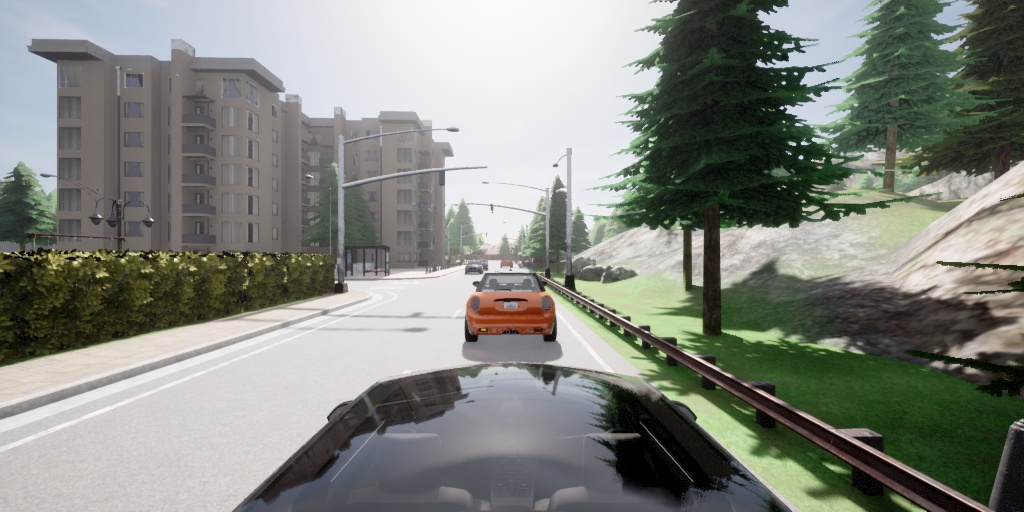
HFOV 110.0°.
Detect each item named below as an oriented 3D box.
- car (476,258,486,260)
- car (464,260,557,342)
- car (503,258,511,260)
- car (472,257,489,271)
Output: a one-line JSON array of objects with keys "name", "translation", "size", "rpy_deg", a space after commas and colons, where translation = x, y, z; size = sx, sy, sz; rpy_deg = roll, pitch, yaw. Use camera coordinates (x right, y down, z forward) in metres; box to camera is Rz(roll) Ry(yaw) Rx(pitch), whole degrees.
[{"name": "car", "translation": [-4.250, 1.255, 40.735], "size": [1.837, 1.490, 4.892], "rpy_deg": [0, 0, -1]}, {"name": "car", "translation": [-0.049, 1.102, 9.948], "size": [2.097, 1.767, 4.553], "rpy_deg": [0, 0, -1]}, {"name": "car", "translation": [-0.904, 1.102, 61.205], "size": [2.097, 1.767, 4.553], "rpy_deg": [0, 0, -1]}, {"name": "car", "translation": [-4.430, 1.102, 50.647], "size": [2.097, 1.767, 4.553], "rpy_deg": [0, 0, -2]}]
